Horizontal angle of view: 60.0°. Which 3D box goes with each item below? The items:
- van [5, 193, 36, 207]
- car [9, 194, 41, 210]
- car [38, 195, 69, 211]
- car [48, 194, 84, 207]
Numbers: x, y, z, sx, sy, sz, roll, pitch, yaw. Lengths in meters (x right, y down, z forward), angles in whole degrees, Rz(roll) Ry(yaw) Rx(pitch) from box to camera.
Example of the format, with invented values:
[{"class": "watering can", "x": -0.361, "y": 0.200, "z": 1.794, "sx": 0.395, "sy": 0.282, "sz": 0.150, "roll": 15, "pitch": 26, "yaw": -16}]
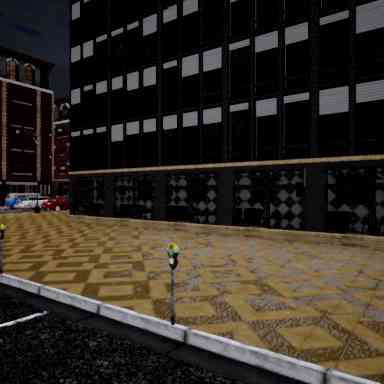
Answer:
[{"class": "van", "x": -19.988, "y": 1.050, "z": 39.590, "sx": 1.690, "sy": 1.788, "sz": 3.998, "roll": 1, "pitch": 1, "yaw": 35}, {"class": "car", "x": -17.913, "y": 1.238, "z": 38.285, "sx": 1.812, "sy": 1.442, "sz": 4.674, "roll": 0, "pitch": 1, "yaw": 35}, {"class": "car", "x": -13.512, "y": 1.269, "z": 35.105, "sx": 1.887, "sy": 1.381, "sz": 4.507, "roll": 1, "pitch": 1, "yaw": 35}, {"class": "car", "x": -16.751, "y": 1.079, "z": 44.230, "sx": 1.967, "sy": 1.590, "sz": 4.097, "roll": 1, "pitch": 1, "yaw": 35}]
